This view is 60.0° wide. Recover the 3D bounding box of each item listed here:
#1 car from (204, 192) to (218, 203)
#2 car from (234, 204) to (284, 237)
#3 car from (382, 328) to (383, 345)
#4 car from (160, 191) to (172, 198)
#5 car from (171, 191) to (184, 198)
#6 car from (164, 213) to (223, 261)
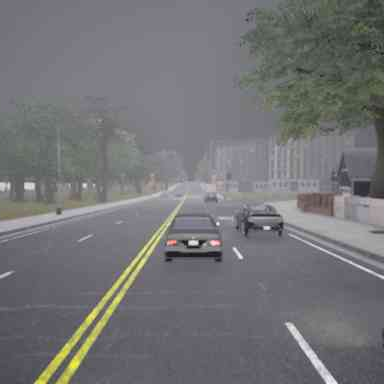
[{"bbox_3d":[3.157,0.859,56.398,2.097,1.767,4.553,0,1,0],"label":"car"},{"bbox_3d":[3.308,1.348,17.079,2.128,1.511,4.902,0,0,0],"label":"car"},{"bbox_3d":[3.223,1.507,2.086,1.812,1.442,4.674,0,1,0],"label":"car"},{"bbox_3d":[-6.629,0.684,81.005,1.837,1.490,4.892,0,1,0],"label":"car"},{"bbox_3d":[-3.379,0.780,80.982,1.895,1.301,4.718,0,1,0],"label":"car"},{"bbox_3d":[0.049,1.448,11.799,2.033,1.411,5.357,0,1,0],"label":"car"}]
